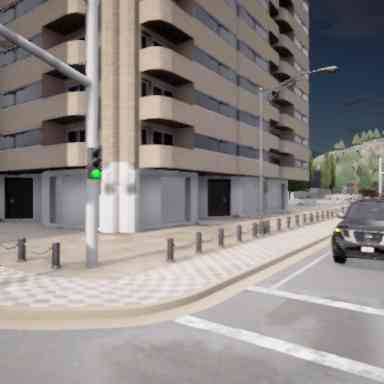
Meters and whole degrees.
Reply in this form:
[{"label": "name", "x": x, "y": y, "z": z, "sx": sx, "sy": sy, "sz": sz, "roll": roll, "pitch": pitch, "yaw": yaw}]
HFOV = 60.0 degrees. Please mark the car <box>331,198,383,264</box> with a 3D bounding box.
[{"label": "car", "x": 6.494, "y": 1.262, "z": 11.564, "sx": 2.150, "sy": 2.045, "sz": 5.566, "roll": 0, "pitch": 0, "yaw": 35}]
